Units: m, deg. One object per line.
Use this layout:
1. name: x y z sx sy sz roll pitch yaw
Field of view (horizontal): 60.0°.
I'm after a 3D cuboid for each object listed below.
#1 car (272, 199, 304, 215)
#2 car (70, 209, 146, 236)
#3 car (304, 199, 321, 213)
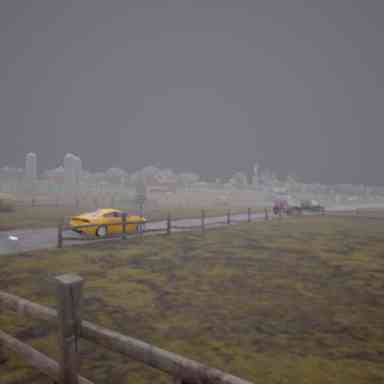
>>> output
1. car: 12.639 2.032 44.423 2.150 2.045 5.566 2 0 37
2. car: -4.956 1.773 20.319 1.882 1.535 5.008 2 0 36
3. car: 18.720 2.221 52.854 2.150 2.045 5.566 2 0 36
